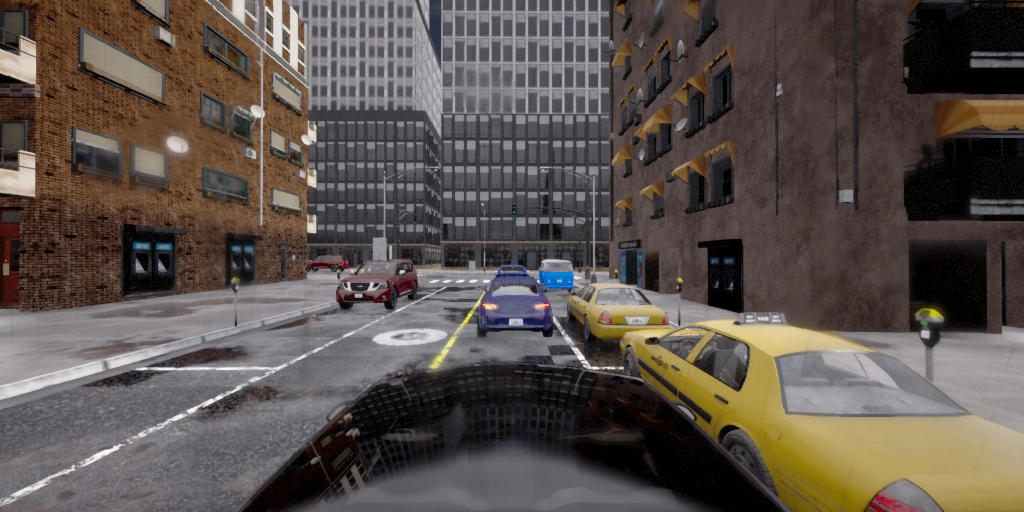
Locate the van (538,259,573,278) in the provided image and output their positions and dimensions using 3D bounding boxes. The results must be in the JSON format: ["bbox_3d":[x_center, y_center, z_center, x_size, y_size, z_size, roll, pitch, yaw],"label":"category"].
[{"bbox_3d":[2.470,1.096,20.721,1.690,1.789,3.998,0,0,0],"label":"van"}]

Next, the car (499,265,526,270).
[{"bbox_3d":[0.009,1.233,20.390,1.882,1.535,5.008,0,0,0],"label":"car"}]

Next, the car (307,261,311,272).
[{"bbox_3d":[-21.003,1.084,32.411,4.207,1.307,1.802,0,0,-1],"label":"car"}]

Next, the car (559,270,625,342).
[{"bbox_3d":[2.533,1.277,9.611,1.751,1.417,4.829,0,0,0],"label":"car"}]

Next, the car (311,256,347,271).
[{"bbox_3d":[-21.090,0.863,40.550,5.009,1.841,2.192,0,0,-1],"label":"car"}]

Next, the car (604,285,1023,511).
[{"bbox_3d":[2.565,1.276,3.970,1.751,1.417,4.829,0,0,0],"label":"car"}]

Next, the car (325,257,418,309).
[{"bbox_3d":[-5.378,1.068,15.037,2.192,1.841,5.009,0,0,0],"label":"car"}]

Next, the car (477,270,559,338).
[{"bbox_3d":[0.062,1.277,10.129,1.812,1.442,4.674,0,0,-1],"label":"car"}]
